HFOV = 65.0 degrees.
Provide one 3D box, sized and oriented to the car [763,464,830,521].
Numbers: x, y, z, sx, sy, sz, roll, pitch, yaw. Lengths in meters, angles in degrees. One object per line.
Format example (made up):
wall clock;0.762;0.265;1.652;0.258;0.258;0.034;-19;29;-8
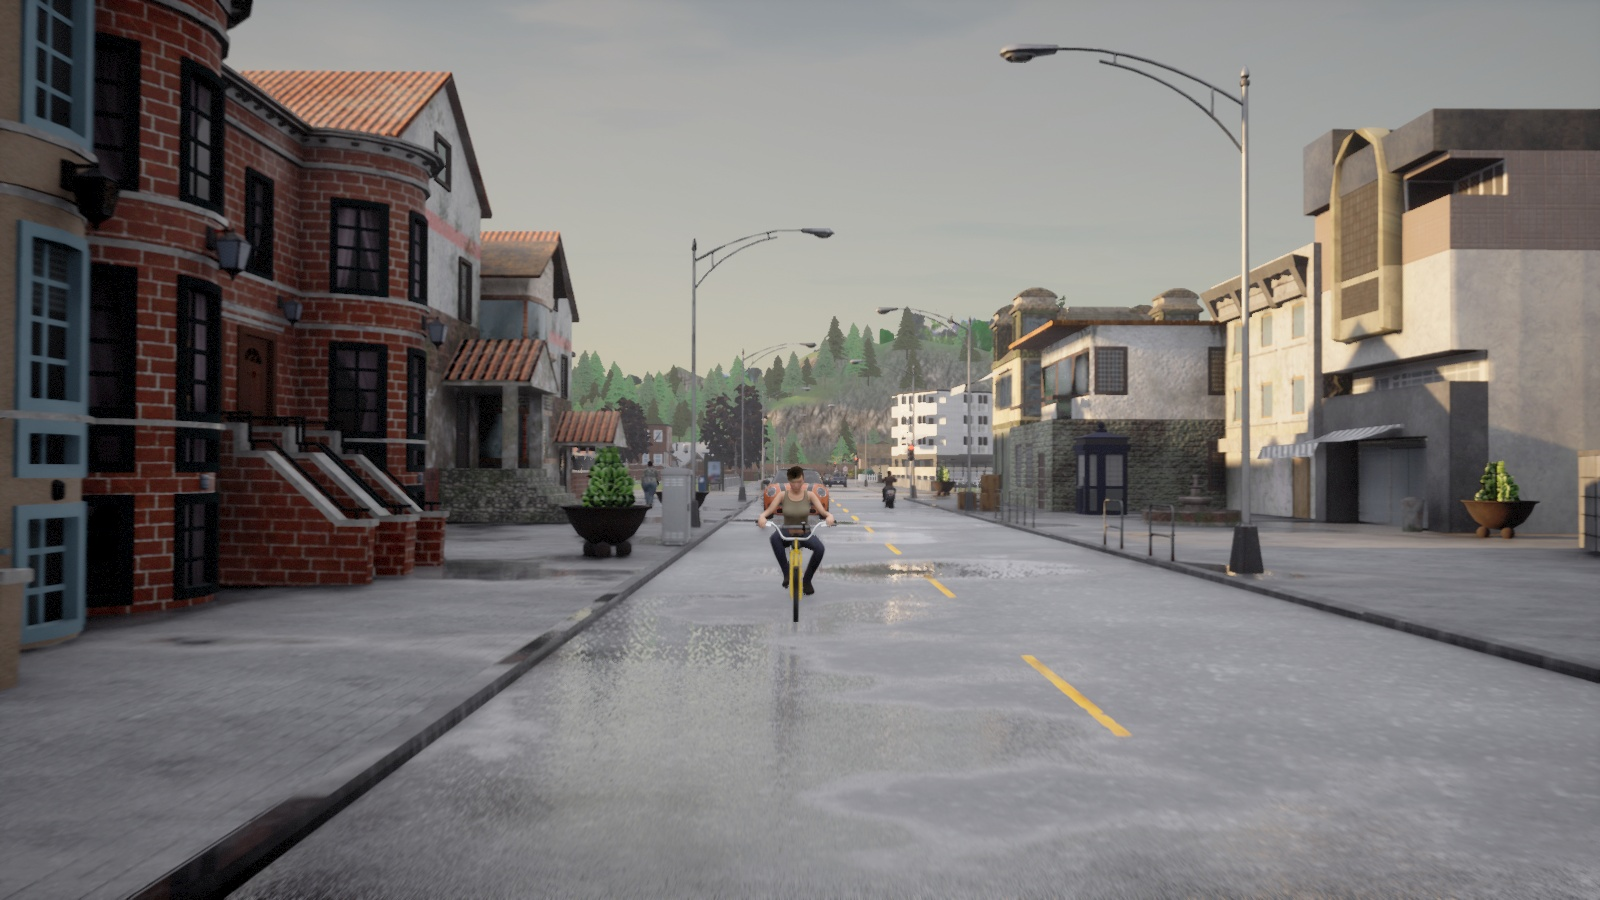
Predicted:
car;-0.106;1.370;41.568;2.097;1.767;4.553;0;-1;0

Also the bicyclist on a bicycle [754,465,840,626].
bicyclist on a bicycle;-0.034;0.976;13.419;0.866;1.612;1.509;0;-1;0

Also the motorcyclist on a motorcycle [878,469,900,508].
motorcyclist on a motorcycle;3.862;1.661;54.400;0.766;1.649;2.350;0;-1;0

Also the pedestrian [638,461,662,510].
pedestrian;-5.767;1.357;48.278;0.874;1.855;0.900;0;-1;-7
